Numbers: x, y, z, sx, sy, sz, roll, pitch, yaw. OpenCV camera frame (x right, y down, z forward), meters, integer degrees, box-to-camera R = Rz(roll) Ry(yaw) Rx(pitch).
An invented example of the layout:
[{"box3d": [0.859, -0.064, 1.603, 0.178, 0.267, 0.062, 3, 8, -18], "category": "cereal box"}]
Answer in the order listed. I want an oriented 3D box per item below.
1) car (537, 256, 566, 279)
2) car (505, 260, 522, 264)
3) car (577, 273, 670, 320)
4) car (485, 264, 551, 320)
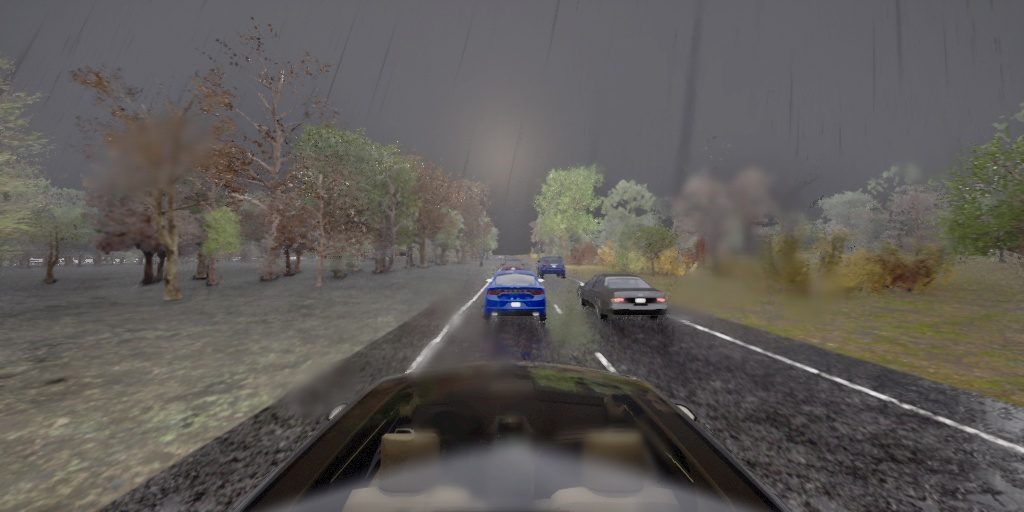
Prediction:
[{"box3d": [3.602, 0.981, 33.330, 2.150, 2.045, 5.566, 0, 0, 0], "category": "car"}, {"box3d": [0.102, 1.112, 33.075, 2.097, 1.767, 4.553, 0, 0, 0], "category": "car"}, {"box3d": [3.603, 1.301, 12.574, 2.033, 1.411, 5.357, 0, 0, 0], "category": "car"}, {"box3d": [0.113, 1.231, 12.681, 1.882, 1.535, 5.008, 0, 0, 0], "category": "car"}]
